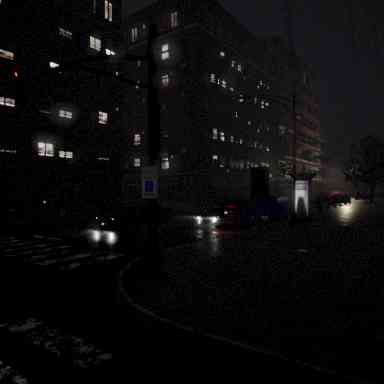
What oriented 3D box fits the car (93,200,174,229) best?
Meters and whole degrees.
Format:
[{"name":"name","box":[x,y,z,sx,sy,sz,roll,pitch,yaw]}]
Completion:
[{"name":"car","box":[-3.335,1.323,20.343,2.033,1.411,5.357,0,1,36]}]

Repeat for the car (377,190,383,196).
[{"name":"car","box":[45.135,0.315,78.889,1.802,1.307,4.206,1,1,36]}]

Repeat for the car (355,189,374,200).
[{"name":"car","box":[28.714,0.564,55.888,1.967,1.590,4.097,1,1,36]}]

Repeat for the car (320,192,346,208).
[{"name":"car","box":[15.576,0.979,37.490,1.887,1.381,4.507,1,1,36]}]

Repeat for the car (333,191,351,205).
[{"name":"car","box":[18.861,0.923,42.091,1.947,1.339,4.313,1,1,36]}]

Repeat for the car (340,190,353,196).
[{"name":"car","box":[38.848,0.278,83.644,2.008,1.369,4.403,1,1,36]}]

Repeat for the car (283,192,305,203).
[{"name":"car","box":[15.783,0.801,51.341,1.752,1.417,4.829,1,1,36]}]

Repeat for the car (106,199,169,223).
[{"name":"car","box":[-3.804,1.283,23.909,1.887,1.381,4.507,1,1,36]}]

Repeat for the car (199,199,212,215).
[{"name":"car","box":[2.418,1.165,28.398,1.812,1.442,4.674,0,1,35]}]

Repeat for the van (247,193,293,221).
[{"name":"van","box":[5.724,1.009,23.687,1.690,1.788,3.998,1,1,36]}]

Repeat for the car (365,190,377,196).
[{"name":"car","box":[44.241,0.216,82.067,1.994,1.385,4.181,0,1,36]}]

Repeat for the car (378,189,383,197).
[{"name":"car","box":[41.851,0.356,74.289,1.887,1.381,4.507,1,1,36]}]

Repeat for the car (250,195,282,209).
[{"name":"car","box":[8.217,1.066,36.519,1.994,1.385,4.181,0,1,35]}]

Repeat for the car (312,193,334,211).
[{"name":"car","box":[12.292,1.078,32.891,1.947,1.339,4.313,1,1,36]}]

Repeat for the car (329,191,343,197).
[{"name":"car","box":[32.286,0.428,74.454,1.887,1.381,4.507,1,1,36]}]

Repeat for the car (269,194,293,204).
[{"name":"car","box":[12.601,0.933,46.885,1.802,1.307,4.206,1,1,36]}]

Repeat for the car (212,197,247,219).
[{"name":"car","box":[3.797,1.169,25.424,1.837,1.490,4.892,0,1,36]}]

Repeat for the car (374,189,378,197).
[{"name":"car","box":[31.998,0.590,60.490,1.887,1.381,4.507,1,1,36]}]

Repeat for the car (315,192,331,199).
[{"name":"car","box":[25.724,0.621,65.265,1.802,1.307,4.206,1,1,36]}]
